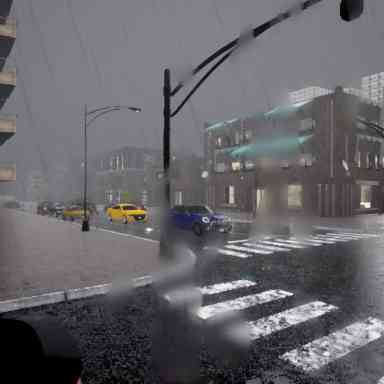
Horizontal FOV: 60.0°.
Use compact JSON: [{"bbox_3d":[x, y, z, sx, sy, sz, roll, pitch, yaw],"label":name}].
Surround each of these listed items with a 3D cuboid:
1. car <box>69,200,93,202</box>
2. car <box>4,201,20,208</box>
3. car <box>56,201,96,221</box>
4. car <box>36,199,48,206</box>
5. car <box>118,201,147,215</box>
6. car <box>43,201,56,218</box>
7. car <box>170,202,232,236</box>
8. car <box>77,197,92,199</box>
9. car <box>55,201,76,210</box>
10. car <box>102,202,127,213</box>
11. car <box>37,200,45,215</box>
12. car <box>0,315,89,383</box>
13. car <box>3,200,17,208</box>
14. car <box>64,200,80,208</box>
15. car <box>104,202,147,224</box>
[{"bbox_3d":[-12.754,1.945,38.181,1.837,1.490,4.892,0,-1,-35],"label":"car"},{"bbox_3d":[-33.918,2.376,63.321,1.887,1.381,4.507,-1,0,-36],"label":"car"},{"bbox_3d":[-10.784,1.872,30.802,1.752,1.417,4.829,-1,0,-36],"label":"car"},{"bbox_3d":[-37.079,2.589,82.166,1.752,1.417,4.829,-1,0,-36],"label":"car"},{"bbox_3d":[-7.271,1.879,40.464,1.967,1.590,4.097,-1,0,-36],"label":"car"},{"bbox_3d":[-14.139,1.968,35.591,2.008,1.369,4.403,-1,0,-36],"label":"car"},{"bbox_3d":[0.299,1.524,19.885,2.097,1.767,4.553,0,-1,-36],"label":"car"},{"bbox_3d":[-18.717,1.913,57.190,2.150,2.045,5.566,0,-1,-36],"label":"car"},{"bbox_3d":[-20.920,2.218,54.929,2.033,1.411,5.357,0,-1,-36],"label":"car"},{"bbox_3d":[-10.585,2.089,45.070,1.802,1.307,4.206,-1,0,-36],"label":"car"},{"bbox_3d":[-17.410,1.926,40.232,1.967,1.590,4.097,-1,0,-36],"label":"car"},{"bbox_3d":[-2.876,1.492,1.303,4.902,1.511,2.128,0,0,-35],"label":"car"},{"bbox_3d":[-37.218,2.452,67.941,2.008,1.369,4.403,-1,0,-36],"label":"car"},{"bbox_3d":[-22.732,2.296,62.883,1.812,1.442,4.674,0,-1,-36],"label":"car"},{"bbox_3d":[-5.522,1.768,28.035,1.882,1.535,5.008,0,-1,-35],"label":"car"}]
